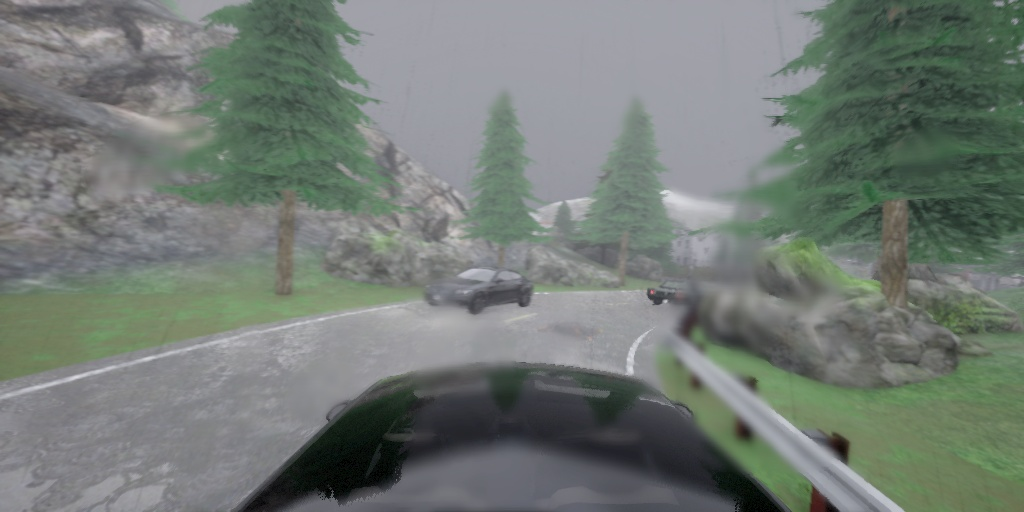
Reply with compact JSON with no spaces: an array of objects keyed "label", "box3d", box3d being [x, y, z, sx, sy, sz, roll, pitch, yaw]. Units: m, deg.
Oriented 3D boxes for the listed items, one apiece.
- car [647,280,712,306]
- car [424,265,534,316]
[{"label":"car","box3d":[8.642,1.899,17.798,4.718,1.301,1.895,4,1,-43]},{"label":"car","box3d":[-0.876,1.052,12.364,1.812,1.442,4.674,5,1,32]}]
